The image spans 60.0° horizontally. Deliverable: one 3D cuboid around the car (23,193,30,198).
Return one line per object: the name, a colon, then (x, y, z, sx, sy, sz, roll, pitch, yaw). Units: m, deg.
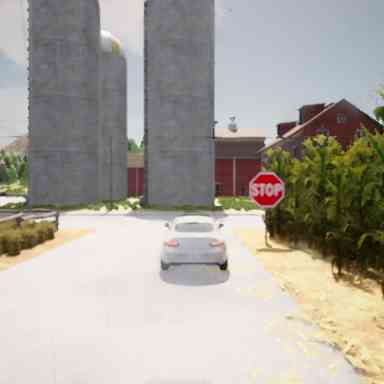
car: (-37.236, 0.546, 78.053, 3.866, 1.878, 1.905, 0, 1, 0)

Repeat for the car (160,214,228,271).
car: (0.065, 1.429, 10.484, 1.812, 1.442, 4.674, 0, 0, 0)
